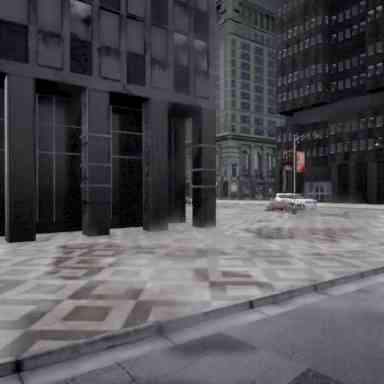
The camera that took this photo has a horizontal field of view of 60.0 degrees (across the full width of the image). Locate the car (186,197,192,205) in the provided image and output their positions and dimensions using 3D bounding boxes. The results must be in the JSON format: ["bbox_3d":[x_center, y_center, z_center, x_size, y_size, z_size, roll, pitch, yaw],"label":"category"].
[{"bbox_3d":[-0.619,1.533,59.015,2.033,1.411,5.357,0,0,-34],"label":"car"}]

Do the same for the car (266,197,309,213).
[{"bbox_3d":[10.302,1.552,37.033,1.994,1.385,4.181,0,0,-34],"label":"car"}]

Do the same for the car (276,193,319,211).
[{"bbox_3d":[12.371,1.202,39.768,2.150,2.045,5.566,0,0,-34],"label":"car"}]
